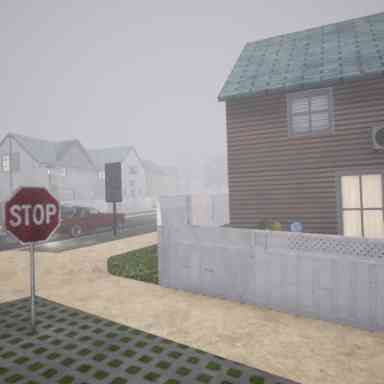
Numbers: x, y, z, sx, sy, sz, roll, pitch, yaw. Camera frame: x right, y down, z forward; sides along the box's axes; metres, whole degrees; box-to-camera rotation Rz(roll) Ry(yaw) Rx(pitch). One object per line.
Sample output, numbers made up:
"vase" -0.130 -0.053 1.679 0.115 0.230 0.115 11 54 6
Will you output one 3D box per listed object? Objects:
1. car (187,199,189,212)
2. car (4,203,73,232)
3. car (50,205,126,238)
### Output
"car" -1.602 1.229 32.036 2.128 1.511 4.902 -2 0 21
"car" -7.658 1.398 18.039 2.128 1.511 4.902 -2 0 25
"car" -5.285 1.403 16.158 1.895 1.301 4.718 -2 0 26
